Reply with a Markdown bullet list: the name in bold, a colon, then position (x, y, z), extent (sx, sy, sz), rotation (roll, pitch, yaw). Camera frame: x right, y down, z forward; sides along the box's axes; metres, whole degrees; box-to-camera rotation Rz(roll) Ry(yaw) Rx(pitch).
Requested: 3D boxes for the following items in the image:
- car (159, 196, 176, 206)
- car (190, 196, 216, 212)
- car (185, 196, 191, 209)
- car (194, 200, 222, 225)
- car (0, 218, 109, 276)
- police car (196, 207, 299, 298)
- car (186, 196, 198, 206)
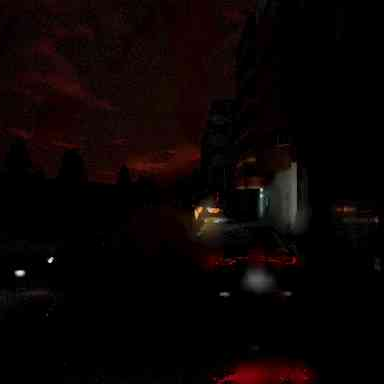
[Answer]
- **car**: position (-4.092, 1.563, 53.132), extent (1.994, 1.385, 4.181), rotation (0, 0, 0)
- **car**: position (1.147, 1.300, 24.532), extent (2.097, 1.767, 4.553), rotation (-3, 0, 0)
- **car**: position (0.025, 1.491, 44.505), extent (2.128, 1.511, 4.902), rotation (0, 0, 1)
- **car**: position (1.200, 1.456, 18.751), extent (1.801, 1.575, 5.366), rotation (0, 0, 0)
- **car**: position (-4.100, 1.547, 10.586), extent (2.033, 1.411, 5.357), rotation (0, 0, 0)
- **police car**: position (1.188, 1.419, 8.673), extent (1.930, 1.638, 5.238), rotation (0, 0, 0)
- **car**: position (0.000, 1.504, 56.686), extent (1.837, 1.490, 4.892), rotation (0, 0, 0)
